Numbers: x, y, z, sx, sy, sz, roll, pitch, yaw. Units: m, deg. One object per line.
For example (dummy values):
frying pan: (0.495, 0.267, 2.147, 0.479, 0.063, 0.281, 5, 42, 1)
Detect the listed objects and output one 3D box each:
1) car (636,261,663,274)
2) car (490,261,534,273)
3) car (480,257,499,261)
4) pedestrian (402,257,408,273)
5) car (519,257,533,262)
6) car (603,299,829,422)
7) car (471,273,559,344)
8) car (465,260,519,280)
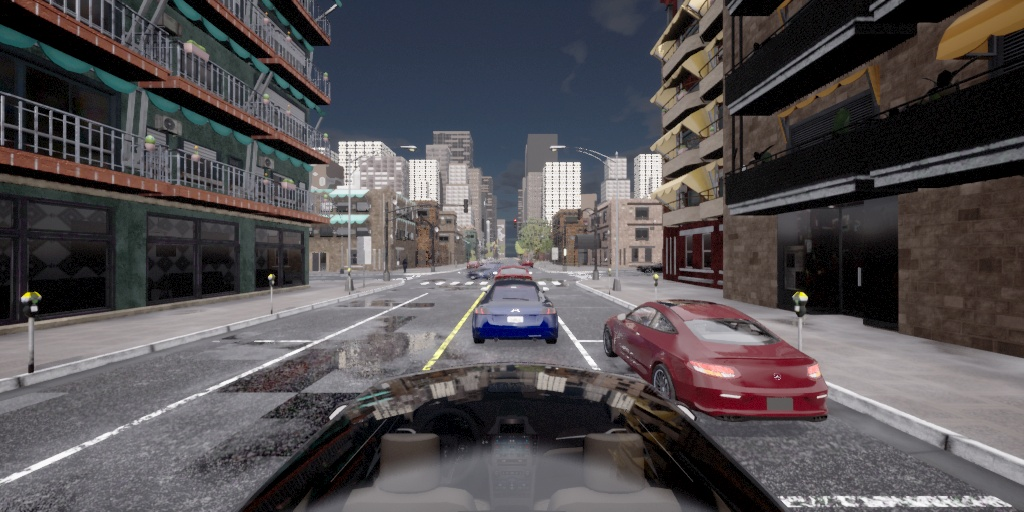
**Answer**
car: (15.273, 1.179, 36.661, 4.718, 1.301, 1.895, -1, 0, 0)
car: (0.067, 1.235, 18.610, 1.882, 1.535, 5.008, 0, 0, 0)
car: (-3.178, 1.312, 51.374, 1.812, 1.442, 4.674, 0, 0, 0)
pedestrian: (-12.587, 1.061, 42.130, 0.375, 1.860, 0.375, 0, 0, 0)
car: (2.581, 1.114, 60.420, 2.192, 1.841, 5.009, 0, 0, 0)
car: (2.682, 1.333, 5.669, 1.802, 1.307, 4.207, 0, 0, 0)
car: (0.080, 1.317, 9.624, 1.994, 1.385, 4.181, 0, 0, 0)
car: (-1.710, 1.313, 30.400, 2.033, 1.411, 5.357, 0, 0, 31)
